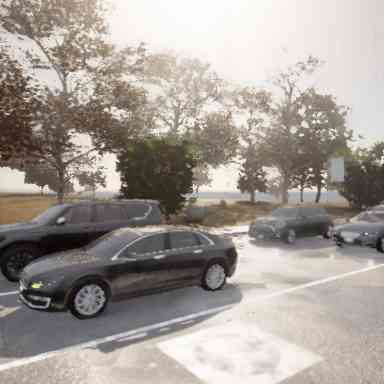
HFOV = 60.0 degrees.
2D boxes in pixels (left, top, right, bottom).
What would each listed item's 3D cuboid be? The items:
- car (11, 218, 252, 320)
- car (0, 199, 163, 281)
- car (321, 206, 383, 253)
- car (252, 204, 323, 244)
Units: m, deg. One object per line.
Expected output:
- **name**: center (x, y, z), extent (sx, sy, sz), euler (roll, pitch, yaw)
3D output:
- **car**: center (-1.118, 1.519, 7.468), extent (4.892, 1.490, 1.837), euler (1, 0, -35)
- **car**: center (-3.401, 1.238, 10.135), extent (5.566, 2.045, 2.150), euler (0, 0, -35)
- **car**: center (7.886, 1.542, 13.988), extent (4.902, 1.511, 2.128), euler (0, 0, -36)
- **car**: center (4.867, 1.400, 16.113), extent (4.553, 1.767, 2.097), euler (0, 0, -36)
